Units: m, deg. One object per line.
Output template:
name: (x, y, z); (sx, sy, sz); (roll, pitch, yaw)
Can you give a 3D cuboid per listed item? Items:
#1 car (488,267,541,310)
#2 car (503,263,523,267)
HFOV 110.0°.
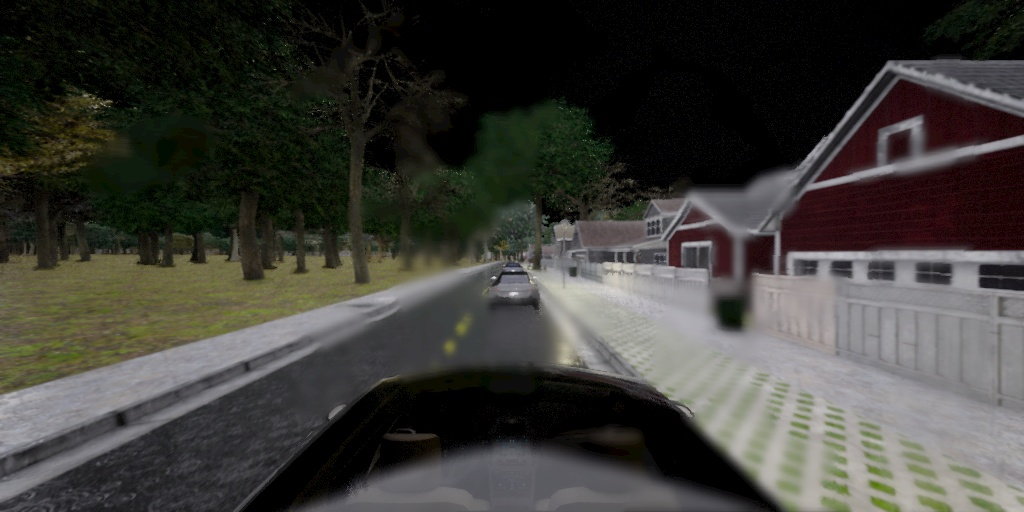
car: (0.104, 1.309, 14.590); (1.994, 1.385, 4.181); (0, 0, 0)
car: (0.111, 1.313, 34.511); (1.994, 1.385, 4.181); (0, 0, 0)
